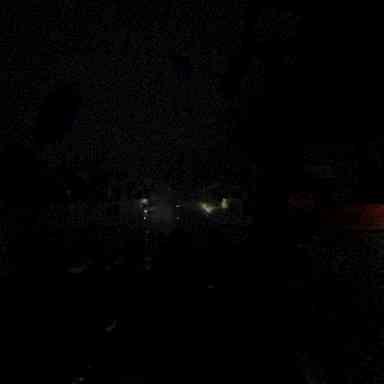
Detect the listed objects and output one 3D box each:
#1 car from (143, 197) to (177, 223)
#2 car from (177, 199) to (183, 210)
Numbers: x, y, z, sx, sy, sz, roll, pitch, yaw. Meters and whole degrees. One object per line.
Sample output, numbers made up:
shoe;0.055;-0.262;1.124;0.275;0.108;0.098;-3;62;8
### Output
car;-2.753;1.544;28.403;2.150;2.045;5.566;0;1;0
car;-2.755;2.014;51.599;1.837;1.490;4.892;0;1;0
